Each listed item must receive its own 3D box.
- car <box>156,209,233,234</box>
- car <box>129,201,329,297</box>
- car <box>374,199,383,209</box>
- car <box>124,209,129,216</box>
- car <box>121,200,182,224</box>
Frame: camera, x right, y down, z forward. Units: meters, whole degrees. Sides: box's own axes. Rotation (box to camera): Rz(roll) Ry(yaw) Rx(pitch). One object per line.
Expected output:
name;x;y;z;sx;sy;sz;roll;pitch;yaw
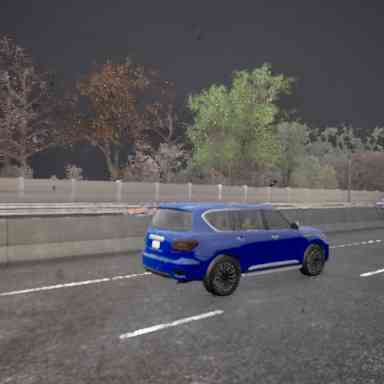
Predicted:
car;0.219;1.786;21.343;4.718;1.301;1.895;1;-1;-35
car;1.372;1.312;9.029;5.566;2.045;2.150;1;-1;-35
car;30.347;2.076;51.350;5.566;2.045;2.150;1;-1;-35
car;-2.244;1.724;23.886;5.357;1.411;2.033;1;-1;-35
car;-3.288;1.547;27.438;4.553;1.767;2.097;1;-1;-35
